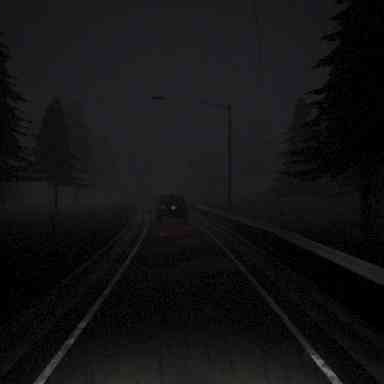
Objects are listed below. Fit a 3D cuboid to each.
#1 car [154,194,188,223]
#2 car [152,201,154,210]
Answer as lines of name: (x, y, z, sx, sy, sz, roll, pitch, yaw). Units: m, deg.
car: (-1.631, 1.200, 25.671, 2.150, 2.045, 5.566, 0, 0, -8)
car: (-4.020, 1.492, 42.217, 1.812, 1.442, 4.674, 0, 0, -9)
